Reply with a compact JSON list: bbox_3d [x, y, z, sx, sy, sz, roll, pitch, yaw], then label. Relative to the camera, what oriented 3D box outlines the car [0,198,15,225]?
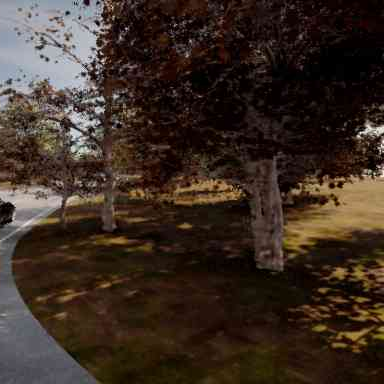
[{"bbox_3d":[-9.613,0.890,15.260,1.882,1.535,5.008,0,3,-15],"label":"car"}]

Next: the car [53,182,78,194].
[{"bbox_3d":[-13.507,-0.564,35.845,1.895,1.301,4.718,0,5,-7],"label":"car"}]
